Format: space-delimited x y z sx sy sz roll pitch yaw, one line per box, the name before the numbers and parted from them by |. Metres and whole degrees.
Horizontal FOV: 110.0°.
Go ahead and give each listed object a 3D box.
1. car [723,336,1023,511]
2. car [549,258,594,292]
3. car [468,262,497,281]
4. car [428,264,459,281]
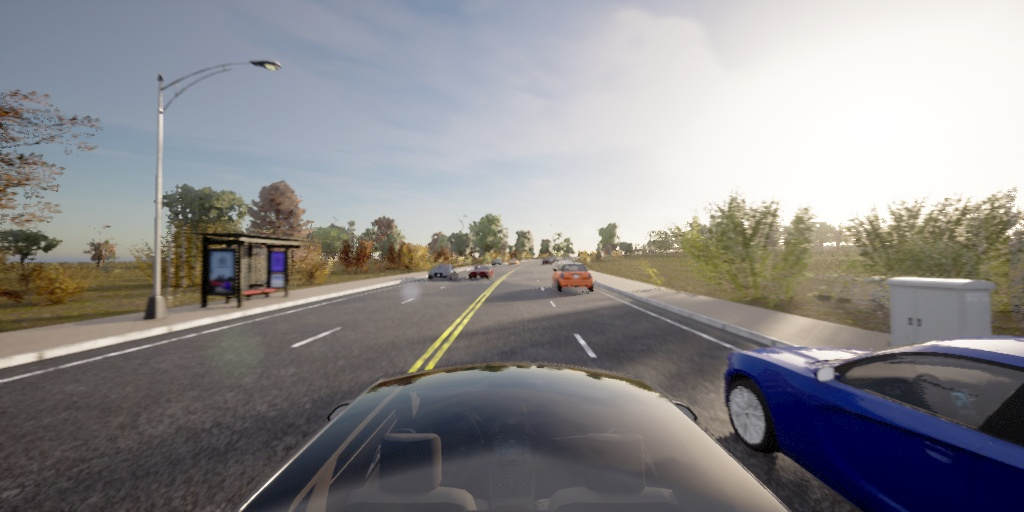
car | 3.362 1.236 2.126 1.882 1.535 5.008 0 0 0
car | 3.669 1.181 22.325 2.097 1.767 4.553 0 0 2
car | -2.689 1.444 31.875 1.895 1.301 4.718 0 0 3
car | -5.955 1.401 31.388 1.994 1.385 4.181 0 0 3
